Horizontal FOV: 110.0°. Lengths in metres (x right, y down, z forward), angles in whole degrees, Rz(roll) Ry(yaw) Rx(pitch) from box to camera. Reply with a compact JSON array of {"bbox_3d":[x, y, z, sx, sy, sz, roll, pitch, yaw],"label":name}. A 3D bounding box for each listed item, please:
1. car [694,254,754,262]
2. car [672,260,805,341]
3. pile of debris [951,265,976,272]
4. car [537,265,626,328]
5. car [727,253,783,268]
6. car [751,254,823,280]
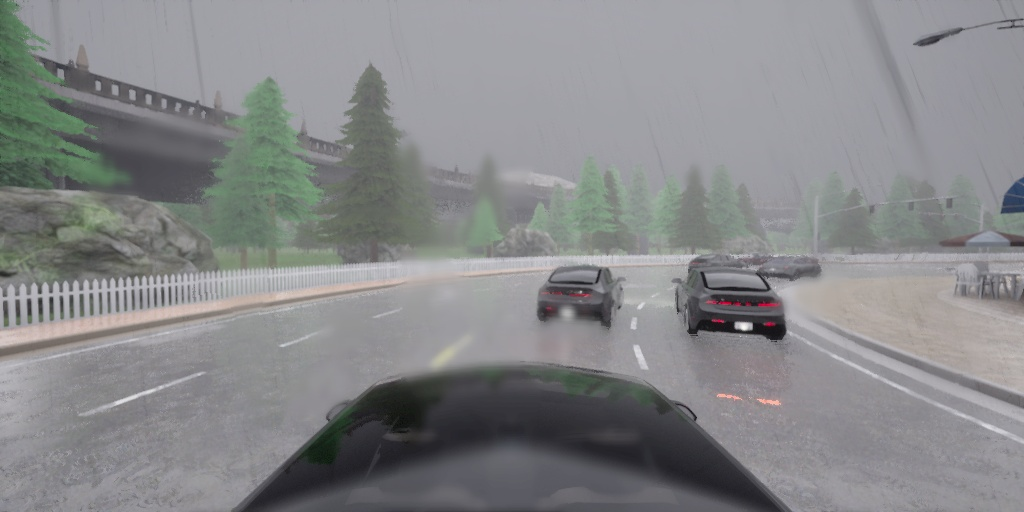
[{"bbox_3d":[14.047,0.618,24.376,4.892,1.490,1.837,-1,1,-31],"label":"car"},{"bbox_3d":[5.408,1.044,9.320,1.837,1.490,4.892,0,2,20],"label":"car"},{"bbox_3d":[38.896,1.125,31.589,1.860,0.140,1.500,0,0,-13],"label":"pile of debris"},{"bbox_3d":[2.143,1.002,10.493,1.837,1.490,4.892,1,2,21],"label":"car"},{"bbox_3d":[24.002,0.408,35.492,4.718,1.301,1.895,0,2,-13],"label":"car"},{"bbox_3d":[17.167,0.750,22.102,4.181,1.385,1.994,-1,2,-28],"label":"car"}]
